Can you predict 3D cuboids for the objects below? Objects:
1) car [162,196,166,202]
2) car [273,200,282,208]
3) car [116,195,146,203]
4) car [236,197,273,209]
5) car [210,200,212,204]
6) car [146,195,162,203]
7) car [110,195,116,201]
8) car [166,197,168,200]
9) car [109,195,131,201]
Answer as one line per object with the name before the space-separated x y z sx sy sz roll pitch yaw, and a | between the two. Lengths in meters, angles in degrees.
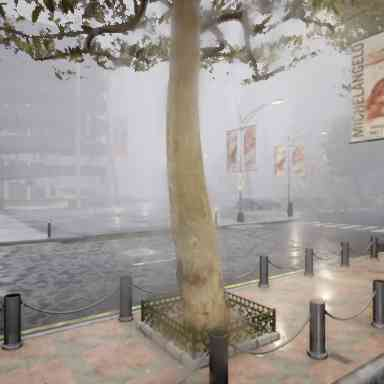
car | -8.987 1.478 73.888 5.008 1.535 1.882 0 0 30
car | 10.563 1.563 47.013 1.994 1.385 4.181 0 0 -35
car | -12.401 1.476 67.712 5.008 1.535 1.882 0 0 31
car | 8.006 1.504 44.571 1.837 1.490 4.892 0 0 -35
car | 1.559 1.501 59.408 1.837 1.490 4.892 0 1 -39
car | -9.592 1.540 70.172 5.357 1.411 2.033 0 0 33
car | -18.523 1.427 77.742 5.008 1.535 1.882 0 0 12
car | -7.966 1.525 77.300 4.902 1.511 2.128 0 0 26
car | -17.563 1.440 81.108 4.892 1.490 1.837 0 0 12
